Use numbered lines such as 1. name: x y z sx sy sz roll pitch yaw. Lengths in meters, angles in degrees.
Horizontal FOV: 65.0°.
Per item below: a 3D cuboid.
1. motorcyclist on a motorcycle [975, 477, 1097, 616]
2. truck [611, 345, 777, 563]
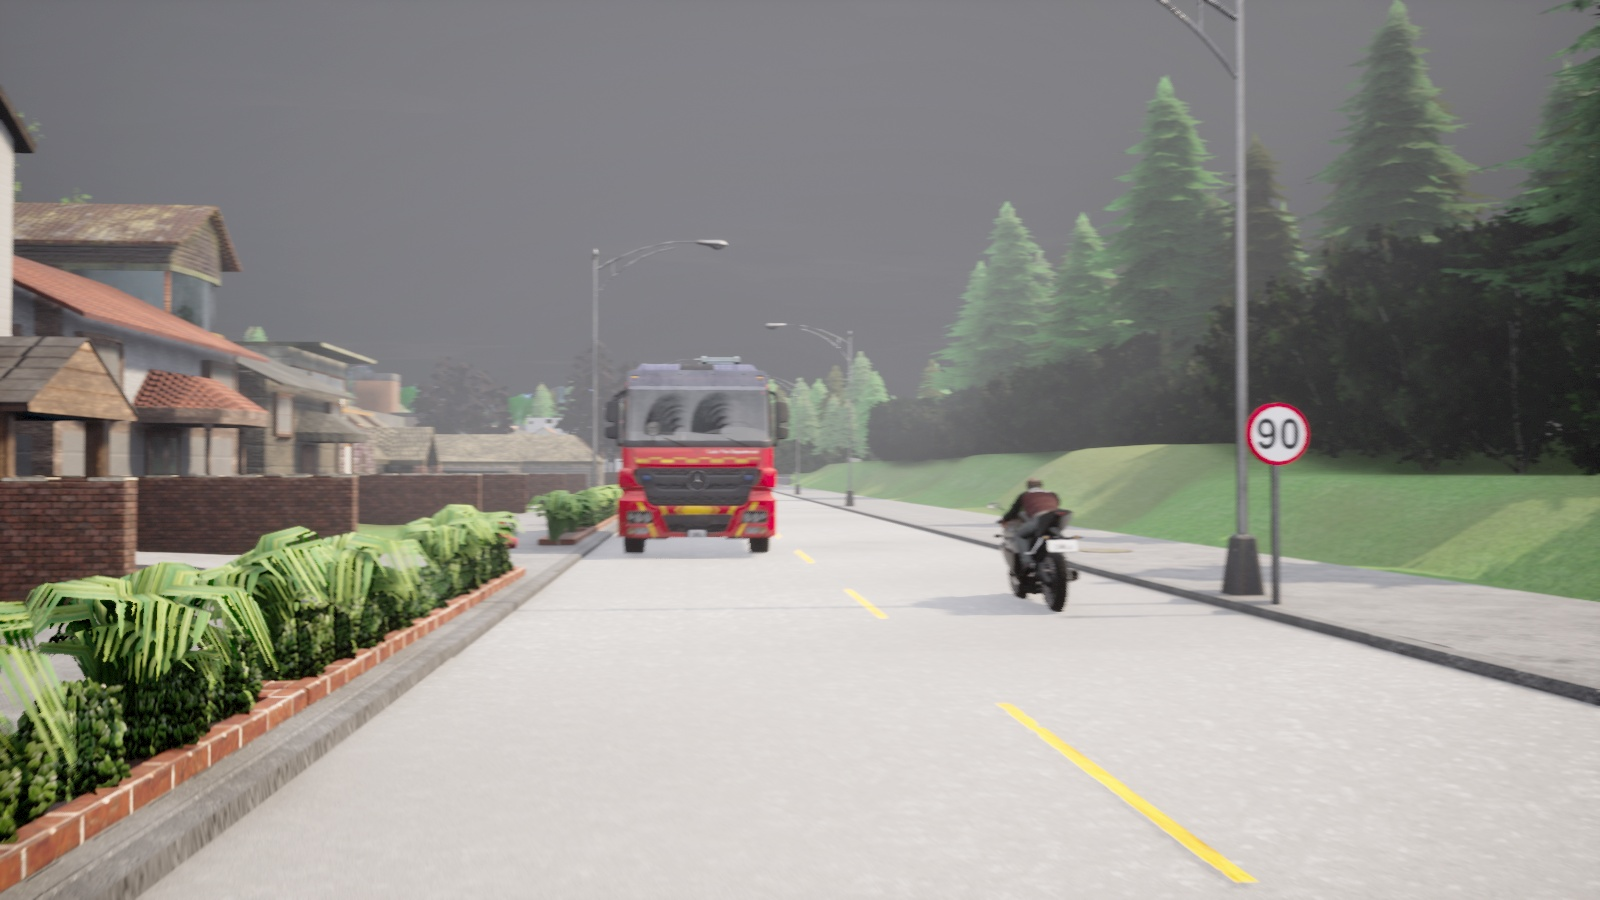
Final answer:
1. motorcyclist on a motorcycle: 2.772 1.089 15.023 0.866 1.530 2.191 0 -1 -5
2. truck: -2.224 0.129 26.360 2.891 3.827 8.468 0 -1 -5
